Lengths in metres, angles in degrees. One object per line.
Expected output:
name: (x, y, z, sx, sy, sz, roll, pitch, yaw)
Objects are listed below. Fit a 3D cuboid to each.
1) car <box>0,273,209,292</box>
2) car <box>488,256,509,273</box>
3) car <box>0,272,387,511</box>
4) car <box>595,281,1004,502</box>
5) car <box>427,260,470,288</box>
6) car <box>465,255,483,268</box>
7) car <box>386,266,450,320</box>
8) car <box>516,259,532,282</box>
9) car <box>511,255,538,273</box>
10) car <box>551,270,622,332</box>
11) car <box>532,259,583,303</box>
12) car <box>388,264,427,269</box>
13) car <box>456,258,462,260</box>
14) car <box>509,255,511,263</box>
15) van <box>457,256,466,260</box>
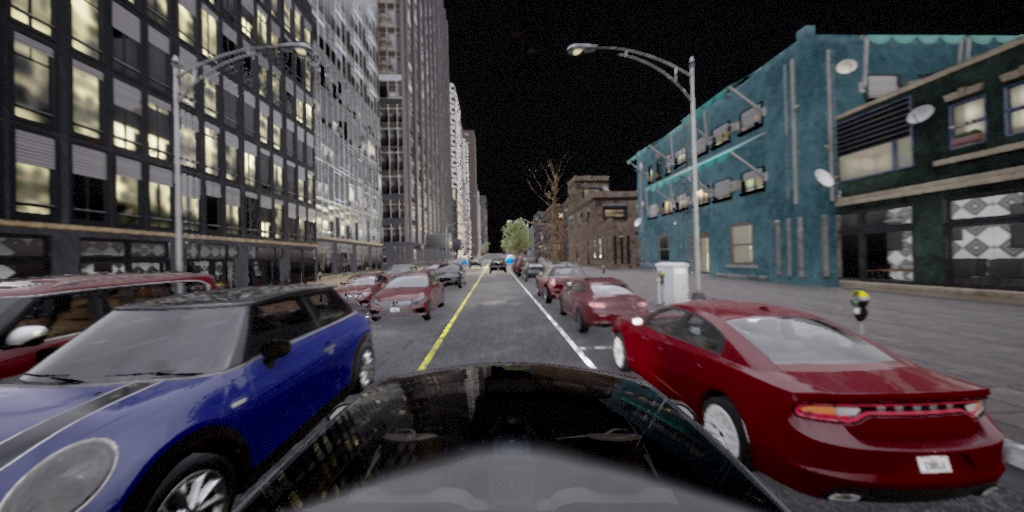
car: (-5.695, 1.191, 4.196, 2.192, 1.841, 5.009, 0, 0, -3)
car: (-1.551, 1.072, 39.556, 1.837, 1.490, 4.892, -1, 1, -3)
car: (-3.124, 1.169, 3.661, 2.097, 1.767, 4.553, -1, 0, -2)
car: (2.674, 1.219, 4.581, 1.888, 1.381, 4.507, 0, 0, -3)
car: (-3.987, 1.231, 23.140, 1.837, 1.490, 4.892, -1, 0, -3)
car: (-5.195, 0.879, 51.199, 1.837, 1.490, 4.892, -1, 0, -3)
car: (-3.518, 1.301, 12.769, 1.812, 1.442, 4.674, -1, 0, -3)
car: (1.653, 1.121, 26.744, 2.007, 1.370, 4.403, 0, 0, -3)
car: (1.397, 0.857, 32.284, 2.192, 1.841, 5.009, 0, 0, -3)
car: (2.419, 1.231, 10.121, 1.802, 1.307, 4.207, 0, 0, -3)
car: (2.163, 1.063, 15.664, 1.967, 1.591, 4.097, 0, 0, -3)
car: (-6.461, 1.240, 20.818, 1.967, 1.591, 4.097, 0, 0, -3)
car: (-7.484, 1.230, 42.982, 1.888, 1.381, 4.507, 0, 0, -3)
car: (1.141, 0.828, 37.827, 2.192, 1.841, 5.009, 0, 0, -3)
van: (-8.251, 0.927, 59.604, 1.690, 1.789, 3.998, 0, 0, -3)
